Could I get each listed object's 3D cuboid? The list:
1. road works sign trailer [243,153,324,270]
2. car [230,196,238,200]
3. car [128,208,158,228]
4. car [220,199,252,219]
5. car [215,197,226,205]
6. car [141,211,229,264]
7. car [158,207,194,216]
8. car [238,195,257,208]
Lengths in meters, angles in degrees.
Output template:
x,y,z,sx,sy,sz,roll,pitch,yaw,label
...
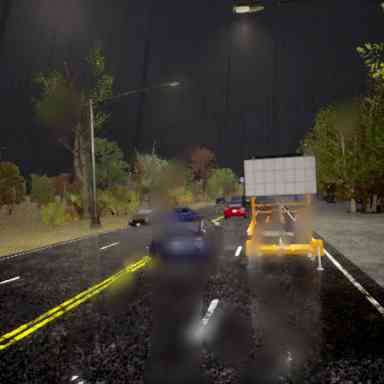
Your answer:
x,y,z,sx,sy,sz,roll,pitch,yaw,label
3.025,0.537,11.340,2.380,3.560,2.880,-3,0,13,road works sign trailer
8.352,1.564,63.790,2.097,1.767,4.553,-3,0,14,car
-3.432,2.027,27.365,2.033,1.411,5.357,-3,0,13,car
4.014,1.677,29.797,1.994,1.385,4.181,-3,-4,12,car
5.841,1.844,67.134,1.837,1.490,4.892,-3,0,14,car
-0.020,1.579,11.831,1.994,1.385,4.181,-3,-1,12,car
-0.728,1.867,24.605,1.812,1.442,4.674,-3,0,13,car
8.534,1.335,49.659,2.150,2.045,5.566,-3,0,13,car
